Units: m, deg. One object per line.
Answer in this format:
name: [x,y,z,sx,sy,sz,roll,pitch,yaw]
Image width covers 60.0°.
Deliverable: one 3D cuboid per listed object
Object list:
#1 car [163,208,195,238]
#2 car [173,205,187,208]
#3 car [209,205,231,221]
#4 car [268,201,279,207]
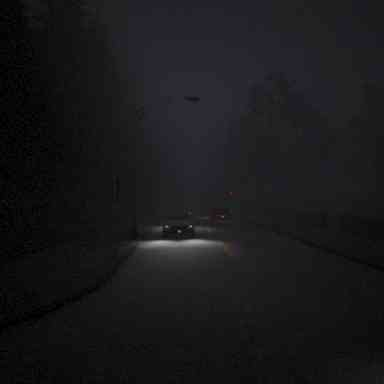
car: [-0.802,1.979,20.992,1.812,1.442,4.674,-1,-1,-2]
car: [-1.109,2.019,31.107,2.097,1.767,4.553,-1,-1,-2]
car: [2.954,2.198,35.326,1.837,1.490,4.892,-1,-1,-2]
car: [17.553,2.537,72.345,1.994,1.381,4.181,-1,-1,-2]
